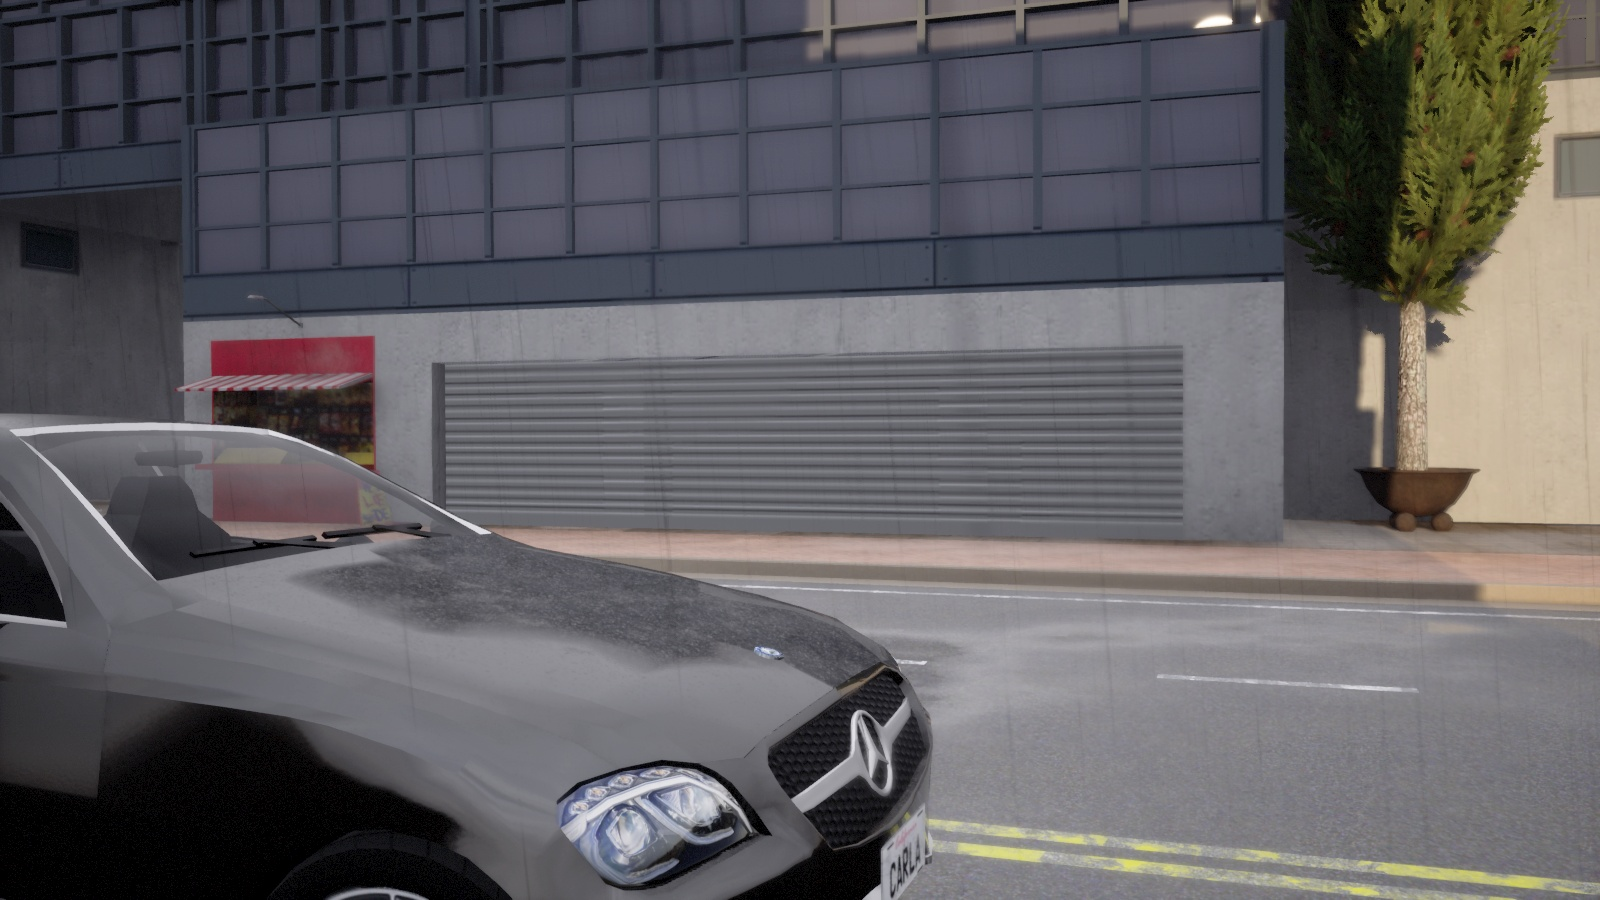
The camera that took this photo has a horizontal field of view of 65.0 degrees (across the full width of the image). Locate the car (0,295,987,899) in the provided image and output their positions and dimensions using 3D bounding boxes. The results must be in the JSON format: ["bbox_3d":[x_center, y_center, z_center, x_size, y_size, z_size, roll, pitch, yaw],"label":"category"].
[{"bbox_3d":[-2.120,0.535,3.904,5.027,1.651,2.152,1,1,19],"label":"car"}]
